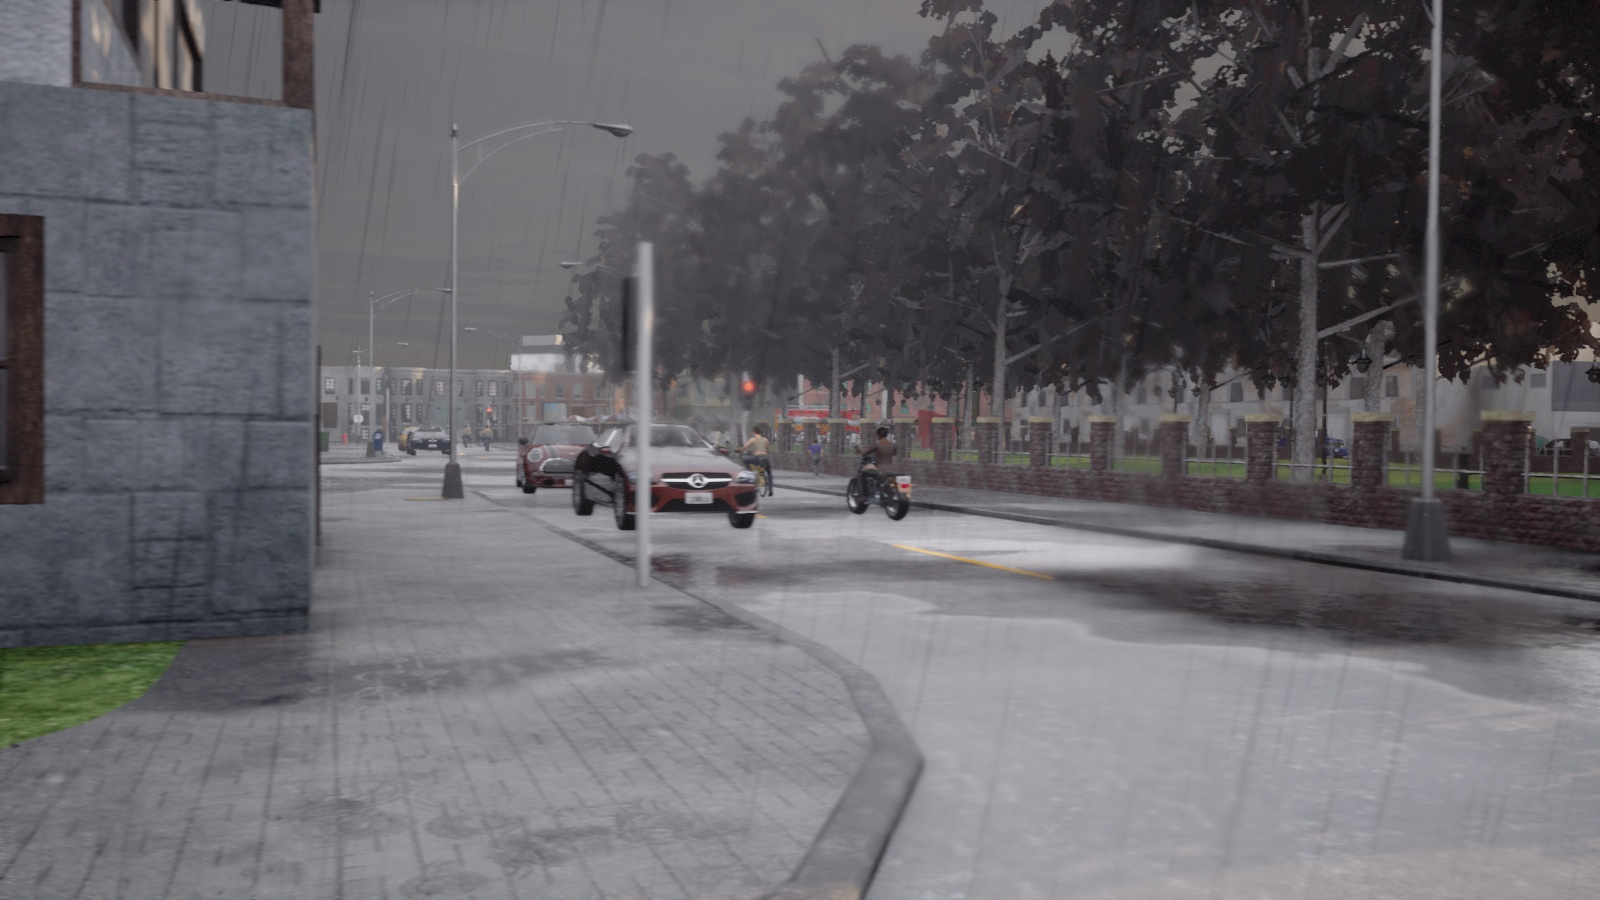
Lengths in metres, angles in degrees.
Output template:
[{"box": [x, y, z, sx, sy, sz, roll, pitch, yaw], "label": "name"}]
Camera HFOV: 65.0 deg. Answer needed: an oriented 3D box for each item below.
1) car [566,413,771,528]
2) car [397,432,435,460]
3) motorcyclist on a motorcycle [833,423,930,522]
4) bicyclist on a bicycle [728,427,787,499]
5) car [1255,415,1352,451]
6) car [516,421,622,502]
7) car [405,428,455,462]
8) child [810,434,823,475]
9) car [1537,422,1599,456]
[{"box": [-2.348, 0.262, 20.923, 2.152, 1.651, 5.027, -1, 1, -21], "label": "car"}, {"box": [-23.271, -0.245, 75.985, 1.801, 1.575, 5.366, -1, 1, -21], "label": "car"}, {"box": [1.414, 0.369, 22.350, 0.766, 1.649, 2.350, -1, 1, -21], "label": "motorcyclist on a motorcycle"}, {"box": [-0.980, 0.277, 28.779, 0.866, 1.612, 1.509, -1, 1, -22], "label": "bicyclist on a bicycle"}, {"box": [29.916, -1.023, 74.774, 2.150, 2.045, 5.566, -1, 1, -21], "label": "car"}, {"box": [-5.648, 0.225, 30.265, 2.097, 1.767, 4.553, -1, 1, -16], "label": "car"}, {"box": [-19.485, -0.287, 66.025, 2.152, 1.651, 5.027, -1, 1, -21], "label": "car"}, {"box": [0.523, 0.138, 39.576, 0.270, 1.263, 0.437, -1, 1, -21], "label": "child"}, {"box": [36.316, -0.524, 57.969, 1.845, 1.501, 3.633, -1, 1, -21], "label": "car"}]
